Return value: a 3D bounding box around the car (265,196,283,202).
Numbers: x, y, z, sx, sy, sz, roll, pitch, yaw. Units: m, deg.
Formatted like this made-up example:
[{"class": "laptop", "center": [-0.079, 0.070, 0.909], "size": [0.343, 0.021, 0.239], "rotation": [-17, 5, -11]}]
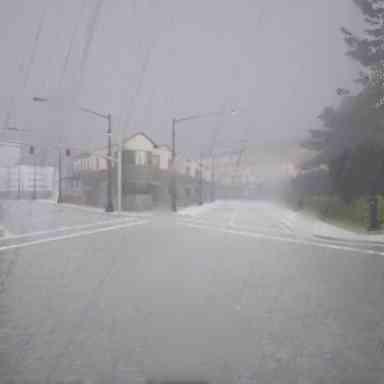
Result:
[{"class": "car", "center": [21.479, 1.836, 87.317], "size": [1.882, 1.535, 5.008], "rotation": [0, 0, -36]}]
